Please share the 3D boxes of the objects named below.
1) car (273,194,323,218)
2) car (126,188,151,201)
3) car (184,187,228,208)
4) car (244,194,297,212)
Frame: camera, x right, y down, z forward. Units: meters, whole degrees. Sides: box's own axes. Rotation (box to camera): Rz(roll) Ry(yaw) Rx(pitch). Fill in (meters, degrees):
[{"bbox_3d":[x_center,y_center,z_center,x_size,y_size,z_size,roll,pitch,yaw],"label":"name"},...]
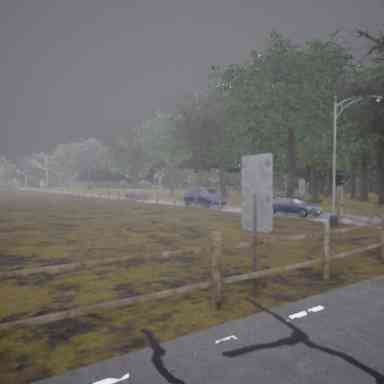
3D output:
[{"bbox_3d":[7.820,1.102,25.891,1.812,1.442,4.674,0,1,-35],"label":"car"},{"bbox_3d":[-7.664,0.294,47.690,2.097,1.767,4.553,0,1,-35],"label":"car"},{"bbox_3d":[1.338,0.532,34.979,2.150,2.045,5.566,0,2,-35],"label":"car"},{"bbox_3d":[7.346,0.961,31.629,1.837,1.490,4.892,0,1,-35],"label":"car"}]
